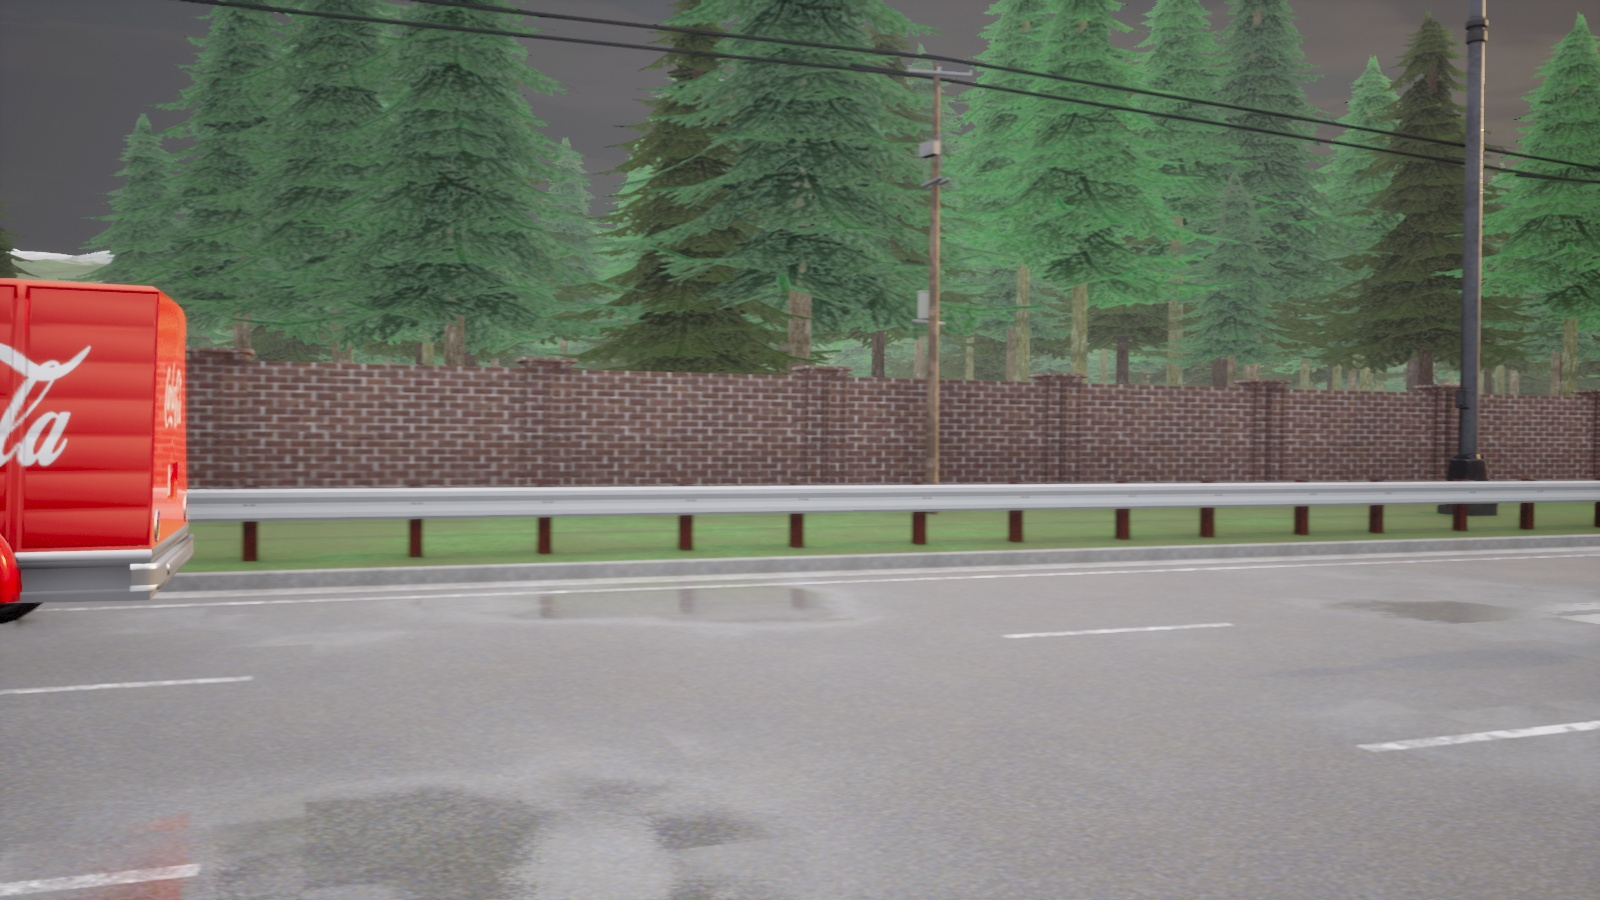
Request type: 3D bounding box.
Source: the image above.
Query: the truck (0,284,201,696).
[{"bbox_3d":[-6.879,0.254,8.109,5.204,2.467,2.627,-1,1,-21],"label":"truck"}]
